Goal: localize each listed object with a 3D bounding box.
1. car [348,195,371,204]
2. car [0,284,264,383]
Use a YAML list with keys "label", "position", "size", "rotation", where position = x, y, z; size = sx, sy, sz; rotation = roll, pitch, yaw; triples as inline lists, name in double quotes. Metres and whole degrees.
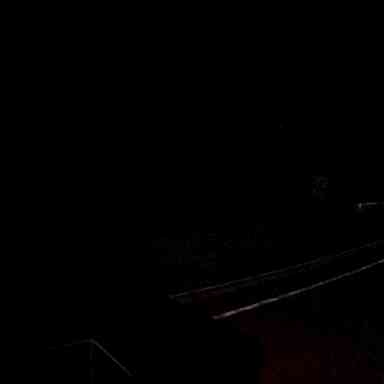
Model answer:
- label: "car"
  position: [27.796, 1.212, 55.413]
  size: [1.812, 1.442, 4.674]
  rotation: [-5, -2, 0]
- label: "car"
  position: [-1.706, 1.602, 2.537]
  size: [4.718, 1.301, 1.895]
  rotation: [0, 0, -36]
